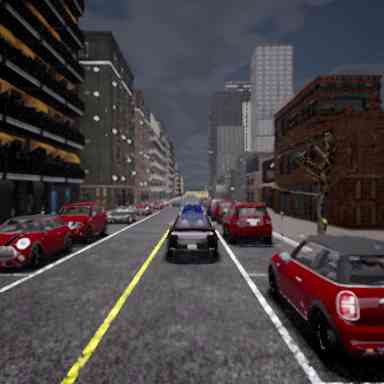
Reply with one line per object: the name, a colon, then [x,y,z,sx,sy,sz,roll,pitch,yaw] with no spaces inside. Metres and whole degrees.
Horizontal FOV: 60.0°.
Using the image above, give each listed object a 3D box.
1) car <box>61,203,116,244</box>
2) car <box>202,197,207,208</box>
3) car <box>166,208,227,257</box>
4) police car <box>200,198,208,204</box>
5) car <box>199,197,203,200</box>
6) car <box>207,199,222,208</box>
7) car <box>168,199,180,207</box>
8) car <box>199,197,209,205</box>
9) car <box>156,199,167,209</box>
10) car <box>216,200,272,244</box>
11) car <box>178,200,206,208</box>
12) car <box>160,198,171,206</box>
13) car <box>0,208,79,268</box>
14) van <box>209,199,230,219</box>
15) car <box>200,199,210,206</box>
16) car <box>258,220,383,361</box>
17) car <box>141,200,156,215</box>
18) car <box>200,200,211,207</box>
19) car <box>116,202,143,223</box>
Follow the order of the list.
car: [-5.698,1.488,16.907,2.192,1.841,5.009,-1,-1,0]
car: [2.694,1.705,38.522,2.192,1.841,5.009,-1,-1,0]
car: [0.025,1.631,13.498,2.128,1.511,4.902,0,0,0]
police car: [3.050,2.297,87.555,1.930,1.638,5.238,0,-1,0]
car: [2.711,2.160,59.649,2.008,1.369,4.403,-1,-1,0]
car: [2.687,1.597,27.708,2.192,1.841,5.009,-1,-1,0]
car: [-2.978,2.195,64.507,2.033,1.411,5.357,0,-1,0]
car: [2.682,2.079,76.382,2.192,1.841,5.009,-1,-1,0]
car: [-5.675,1.991,54.754,1.967,1.590,4.097,-1,-1,0]
car: [2.681,1.487,16.895,2.192,1.841,5.009,-1,-1,0]
car: [0.041,1.774,29.234,1.882,1.535,5.008,0,0,0]
car: [-5.665,2.149,70.756,1.967,1.590,4.097,-1,-1,0]
car: [-5.699,1.558,11.499,1.967,1.590,4.097,-1,-1,0]
van: [2.691,1.677,33.115,1.690,1.788,3.998,-1,-1,0]
car: [2.684,2.275,70.800,1.947,1.339,4.313,-1,-1,0]
car: [2.677,1.503,6.079,1.967,1.590,4.097,-1,-1,0]
car: [-5.684,1.830,38.533,1.967,1.590,4.097,-1,-1,0]
car: [2.681,2.220,65.221,1.947,1.339,4.313,-1,-1,0]
car: [-5.688,1.832,27.718,2.008,1.369,4.403,-1,-1,0]
